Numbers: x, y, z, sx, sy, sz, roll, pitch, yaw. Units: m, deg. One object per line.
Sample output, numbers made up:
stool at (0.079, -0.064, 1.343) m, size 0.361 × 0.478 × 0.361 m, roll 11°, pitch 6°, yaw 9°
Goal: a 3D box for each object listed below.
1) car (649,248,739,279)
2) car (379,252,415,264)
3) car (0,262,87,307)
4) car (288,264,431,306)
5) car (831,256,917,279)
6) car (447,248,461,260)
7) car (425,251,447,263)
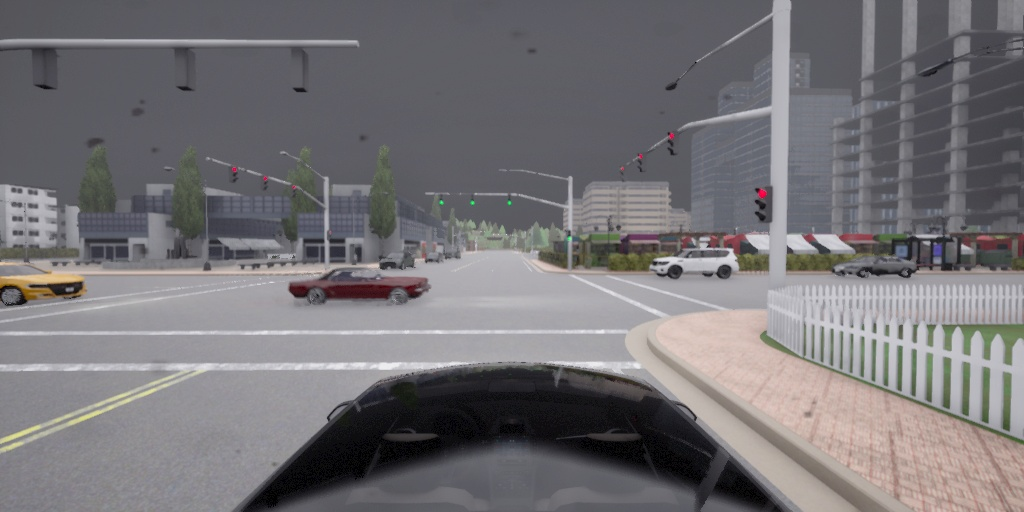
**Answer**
car at (12.335, 0.469, 24.385) m, size 5.566 × 2.045 × 2.150 m, roll 0°, pitch 1°, yaw -1°
car at (-10.724, 0.393, 33.762) m, size 2.097 × 1.767 × 4.553 m, roll 0°, pitch 1°, yaw 3°
car at (-18.939, 0.973, 13.225) m, size 5.008 × 1.535 × 1.882 m, roll 0°, pitch 1°, yaw -2°
car at (-5.533, 1.090, 13.492) m, size 4.718 × 1.301 × 1.895 m, roll 0°, pitch 1°, yaw -1°
car at (24.847, 0.733, 24.703) m, size 4.902 × 1.511 × 2.128 m, roll 0°, pitch 1°, yaw -1°
car at (-10.521, -0.415, 63.940) m, size 2.150 × 2.045 × 5.566 m, roll 0°, pitch 3°, yaw 1°
car at (-10.578, 0.204, 49.013) m, size 1.837 × 1.490 × 4.892 m, roll 0°, pitch 3°, yaw 0°
